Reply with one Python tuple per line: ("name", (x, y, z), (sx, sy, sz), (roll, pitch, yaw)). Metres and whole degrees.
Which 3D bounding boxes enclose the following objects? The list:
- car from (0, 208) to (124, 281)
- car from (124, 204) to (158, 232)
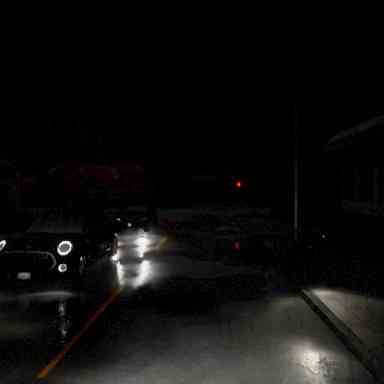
("car", (-3.732, 1.325, 9.846), (2.097, 1.767, 4.553), (0, 0, 3))
("car", (-3.218, 1.474, 20.074), (1.812, 1.442, 4.674), (0, 0, 3))
